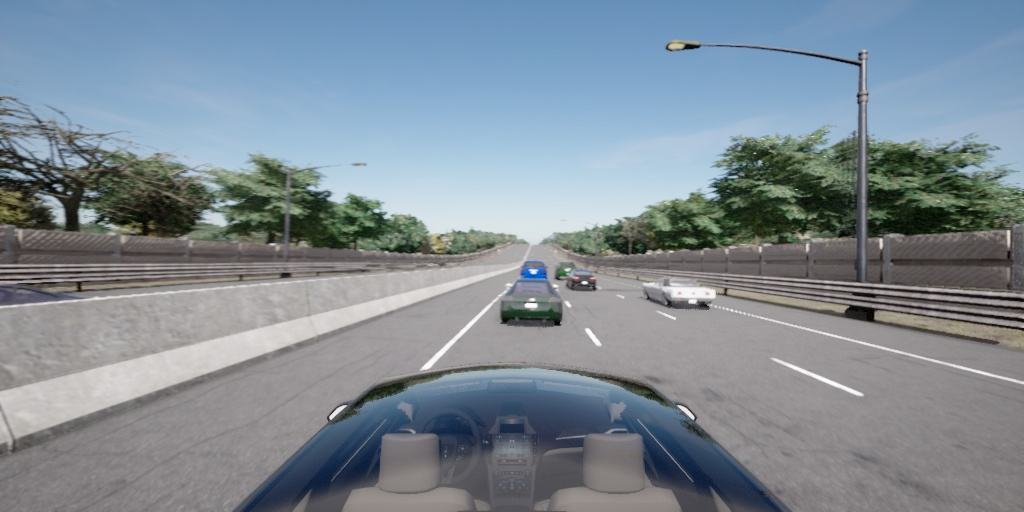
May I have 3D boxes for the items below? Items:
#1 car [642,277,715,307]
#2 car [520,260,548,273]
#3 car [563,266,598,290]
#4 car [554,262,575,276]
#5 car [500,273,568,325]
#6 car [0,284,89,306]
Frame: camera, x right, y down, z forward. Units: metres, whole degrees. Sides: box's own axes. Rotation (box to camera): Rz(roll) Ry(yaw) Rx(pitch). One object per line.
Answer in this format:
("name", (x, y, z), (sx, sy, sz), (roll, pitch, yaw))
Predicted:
("car", (8.044, 1.720, 17.862), (1.895, 1.301, 4.718), (1, -1, 4))
("car", (1.829, 1.405, 30.088), (2.150, 2.045, 5.566), (1, -1, 4))
("car", (5.120, 1.721, 26.811), (1.812, 1.442, 4.674), (1, -1, 3))
("car", (6.017, 1.658, 40.568), (2.150, 2.045, 5.566), (1, -1, 3))
("car", (0.696, 1.473, 12.684), (1.994, 1.385, 4.181), (1, -1, 4))
("car", (-10.413, 1.180, 6.436), (1.994, 1.385, 4.181), (1, -1, 4))
